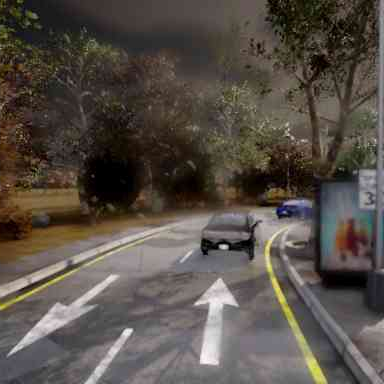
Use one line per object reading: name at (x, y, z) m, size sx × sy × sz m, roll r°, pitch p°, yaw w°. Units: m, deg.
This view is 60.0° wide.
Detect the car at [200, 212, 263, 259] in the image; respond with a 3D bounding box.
car at (1.627, 1.502, 12.889) m, size 2.128 × 1.511 × 4.902 m, roll 0°, pitch 1°, yaw 15°

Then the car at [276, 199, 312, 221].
car at (8.468, 1.299, 26.054) m, size 1.882 × 1.535 × 5.008 m, roll 1°, pitch 2°, yaw 44°
